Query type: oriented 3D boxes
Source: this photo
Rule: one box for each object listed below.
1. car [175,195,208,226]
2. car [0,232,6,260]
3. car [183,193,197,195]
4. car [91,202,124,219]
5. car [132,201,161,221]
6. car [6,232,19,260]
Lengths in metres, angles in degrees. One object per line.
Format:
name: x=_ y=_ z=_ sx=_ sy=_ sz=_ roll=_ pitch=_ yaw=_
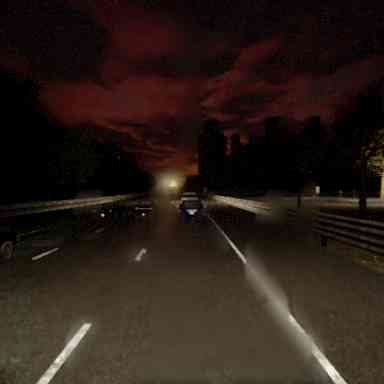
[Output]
car: x=-0.034 y=1.311 z=22.938 sx=2.097 sy=1.767 sz=4.553 roll=0 pitch=0 yaw=-1
car: x=-3.408 y=1.351 z=1.890 sx=2.097 sy=1.767 sz=4.553 roll=0 pitch=0 yaw=0
car: x=-0.291 y=1.119 z=40.442 sx=2.150 sy=2.045 sz=5.566 roll=0 pitch=1 yaw=-1
car: x=-7.100 y=1.544 z=28.569 sx=1.895 sy=1.301 sz=4.718 roll=0 pitch=0 yaw=-1
car: x=-3.579 y=1.439 z=26.794 sx=2.128 sy=1.511 sz=4.902 roll=0 pitch=0 yaw=-1
car: x=-6.928 y=1.590 z=9.399 sx=1.895 sy=1.301 sz=4.718 roll=0 pitch=0 yaw=0
